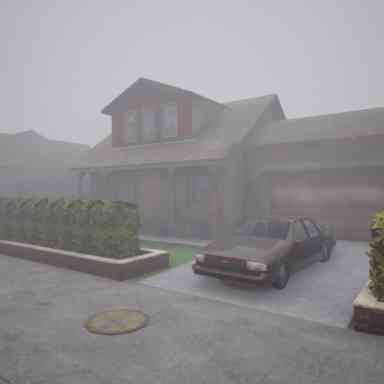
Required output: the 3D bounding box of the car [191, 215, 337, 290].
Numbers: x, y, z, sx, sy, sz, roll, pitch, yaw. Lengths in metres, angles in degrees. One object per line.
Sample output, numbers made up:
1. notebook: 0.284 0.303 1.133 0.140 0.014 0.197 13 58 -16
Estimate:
1. car: 2.279 1.356 8.862 2.033 1.415 5.357 0 0 39
